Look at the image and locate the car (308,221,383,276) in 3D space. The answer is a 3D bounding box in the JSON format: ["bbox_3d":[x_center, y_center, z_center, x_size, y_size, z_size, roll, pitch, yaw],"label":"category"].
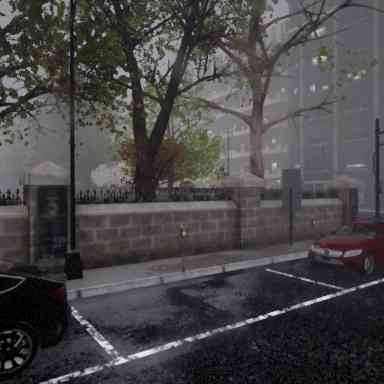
[{"bbox_3d":[5.384,1.580,10.286,4.206,1.307,1.802,0,0,-35],"label":"car"}]

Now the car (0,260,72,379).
[{"bbox_3d":[-3.696,1.566,3.955,4.313,1.339,1.947,0,0,-35],"label":"car"}]
